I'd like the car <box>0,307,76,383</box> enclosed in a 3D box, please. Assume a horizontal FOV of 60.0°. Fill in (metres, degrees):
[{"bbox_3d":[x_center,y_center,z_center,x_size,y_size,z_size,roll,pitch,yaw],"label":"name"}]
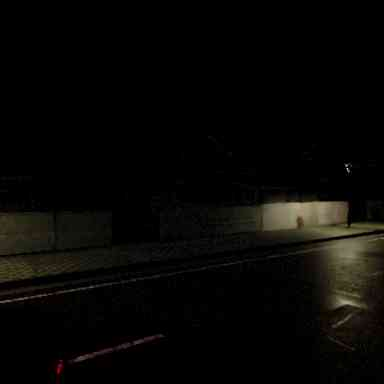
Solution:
[{"bbox_3d":[-3.074,1.492,1.493,4.902,1.511,2.128,0,0,-36],"label":"car"}]
